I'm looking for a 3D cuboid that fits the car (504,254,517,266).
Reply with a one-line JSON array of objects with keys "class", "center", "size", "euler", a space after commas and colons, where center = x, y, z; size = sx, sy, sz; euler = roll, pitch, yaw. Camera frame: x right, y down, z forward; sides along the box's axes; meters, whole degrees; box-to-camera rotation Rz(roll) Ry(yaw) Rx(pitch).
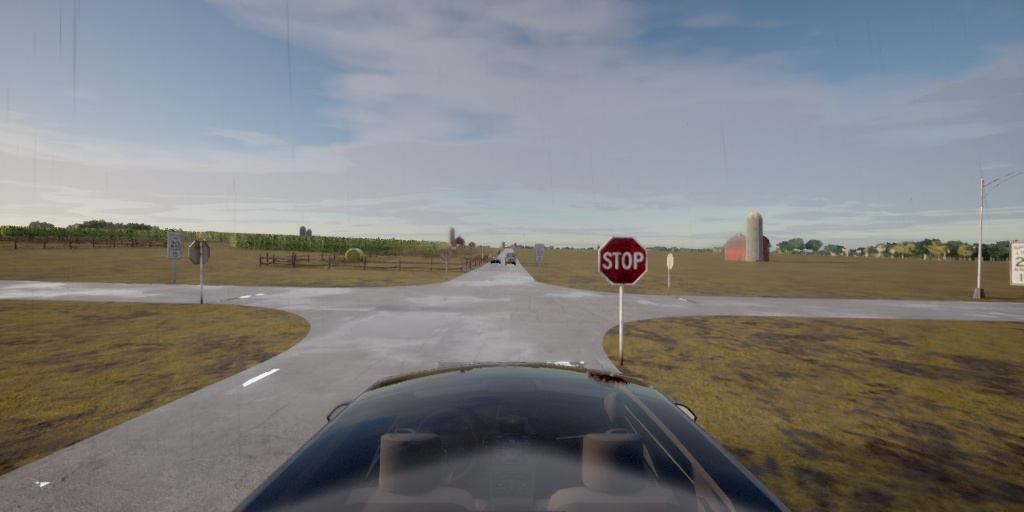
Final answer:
[{"class": "car", "center": [-0.247, 0.887, 61.349], "size": [1.837, 1.490, 4.892], "euler": [0, 1, 0]}]
